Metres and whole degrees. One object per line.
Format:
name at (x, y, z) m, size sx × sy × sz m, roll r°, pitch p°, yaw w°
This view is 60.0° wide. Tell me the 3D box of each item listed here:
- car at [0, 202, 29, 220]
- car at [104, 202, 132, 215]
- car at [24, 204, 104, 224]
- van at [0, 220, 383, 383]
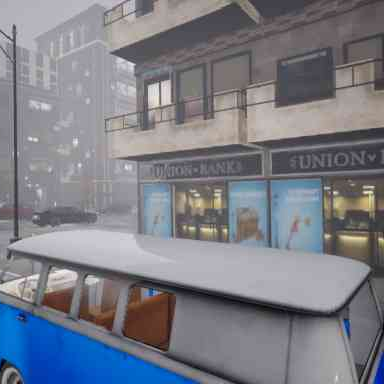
car at (-15.201, 1.608, 27.271) m, size 1.967 × 1.590 × 4.097 m, roll -2°, pitch -1°, yaw 36°
car at (-8.517, 1.797, 36.351) m, size 1.947 × 1.339 × 4.313 m, roll -2°, pitch -1°, yaw 36°
car at (-8.452, 1.583, 22.300) m, size 1.947 × 1.339 × 4.313 m, roll -2°, pitch -1°, yaw 36°
van at (-0.367, 1.342, 3.124) m, size 3.998 × 1.788 × 1.690 m, roll 0°, pitch -1°, yaw 36°
